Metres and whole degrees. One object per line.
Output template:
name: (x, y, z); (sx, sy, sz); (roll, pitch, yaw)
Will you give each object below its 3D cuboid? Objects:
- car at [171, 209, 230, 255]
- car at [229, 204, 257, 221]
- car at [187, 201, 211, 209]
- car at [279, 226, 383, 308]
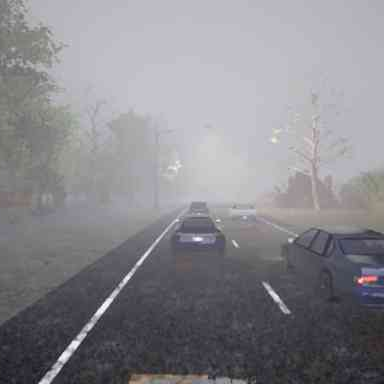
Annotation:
car: (0.231, 1.577, 13.337); (1.994, 1.385, 4.181); (0, 0, 1)
car: (4.061, 1.629, 27.311); (1.895, 1.301, 4.718); (0, 0, 2)
car: (0.620, 1.534, 29.090); (1.837, 1.490, 4.892); (0, 0, 2)
car: (3.658, 1.557, 8.180); (2.033, 1.411, 5.357); (0, 0, 1)
